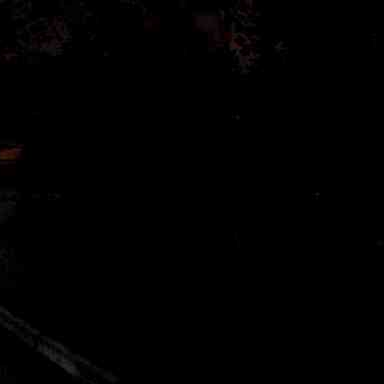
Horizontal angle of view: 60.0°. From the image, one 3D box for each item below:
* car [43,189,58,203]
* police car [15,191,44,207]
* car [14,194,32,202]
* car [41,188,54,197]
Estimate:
[{"bbox_3d":[-25.027,0.779,56.892,2.150,2.045,5.566,-1,1,-13],"label":"car"},{"bbox_3d":[-23.073,1.168,47.017,1.930,1.638,5.238,-1,1,-10],"label":"police car"},{"bbox_3d":[-30.636,1.108,60.438,1.895,1.301,4.718,-1,2,-15],"label":"car"},{"bbox_3d":[-34.581,0.051,79.473,2.150,2.045,5.566,0,2,-30],"label":"car"}]
